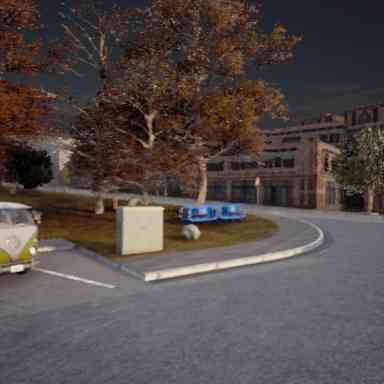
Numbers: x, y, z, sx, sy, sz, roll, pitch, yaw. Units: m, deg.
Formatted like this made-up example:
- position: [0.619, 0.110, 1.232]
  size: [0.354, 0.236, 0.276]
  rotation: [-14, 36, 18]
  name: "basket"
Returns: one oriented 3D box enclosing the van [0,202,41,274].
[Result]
- position: [-5.976, 1.261, 9.177]
  size: [4.442, 1.987, 1.878]
  rotation: [-1, -1, 35]
  name: "van"
